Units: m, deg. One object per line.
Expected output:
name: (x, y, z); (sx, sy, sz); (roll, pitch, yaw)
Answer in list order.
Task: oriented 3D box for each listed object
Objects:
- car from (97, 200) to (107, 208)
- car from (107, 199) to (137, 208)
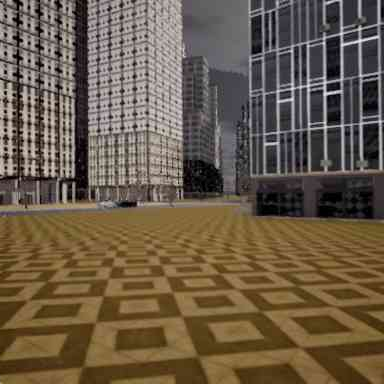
car: (-14.869, 2.105, 59.622); (1.812, 1.442, 4.674); (-1, -1, 34)
car: (-11.810, 2.040, 58.403); (2.128, 1.511, 4.902); (-1, -1, 34)
